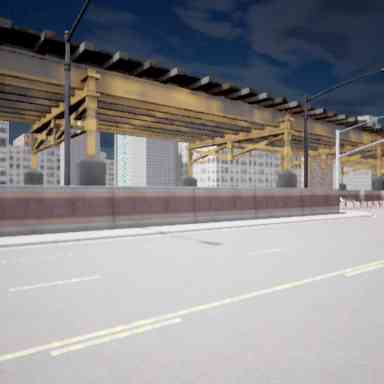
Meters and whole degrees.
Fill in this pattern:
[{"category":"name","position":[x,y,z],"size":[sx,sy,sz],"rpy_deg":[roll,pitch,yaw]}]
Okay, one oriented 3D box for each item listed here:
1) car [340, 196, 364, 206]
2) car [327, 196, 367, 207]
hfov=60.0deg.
[{"category":"car","position":[22.966,1.254,49.434],"size":[4.536,1.218,1.853],"rpy_deg":[0,0,-7]},{"category":"car","position":[23.017,1.412,49.441],"size":[4.974,1.542,2.038],"rpy_deg":[0,0,-7]}]
